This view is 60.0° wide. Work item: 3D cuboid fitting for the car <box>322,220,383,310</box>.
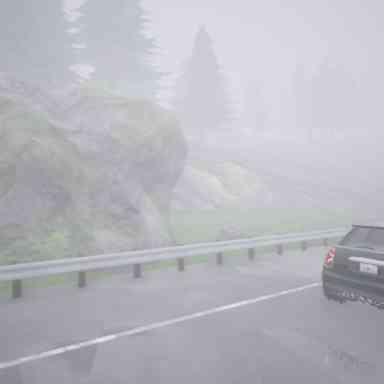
[{"bbox_3d":[4.822,1.348,6.952,4.553,1.767,2.097,0,0,-34],"label":"car"}]
